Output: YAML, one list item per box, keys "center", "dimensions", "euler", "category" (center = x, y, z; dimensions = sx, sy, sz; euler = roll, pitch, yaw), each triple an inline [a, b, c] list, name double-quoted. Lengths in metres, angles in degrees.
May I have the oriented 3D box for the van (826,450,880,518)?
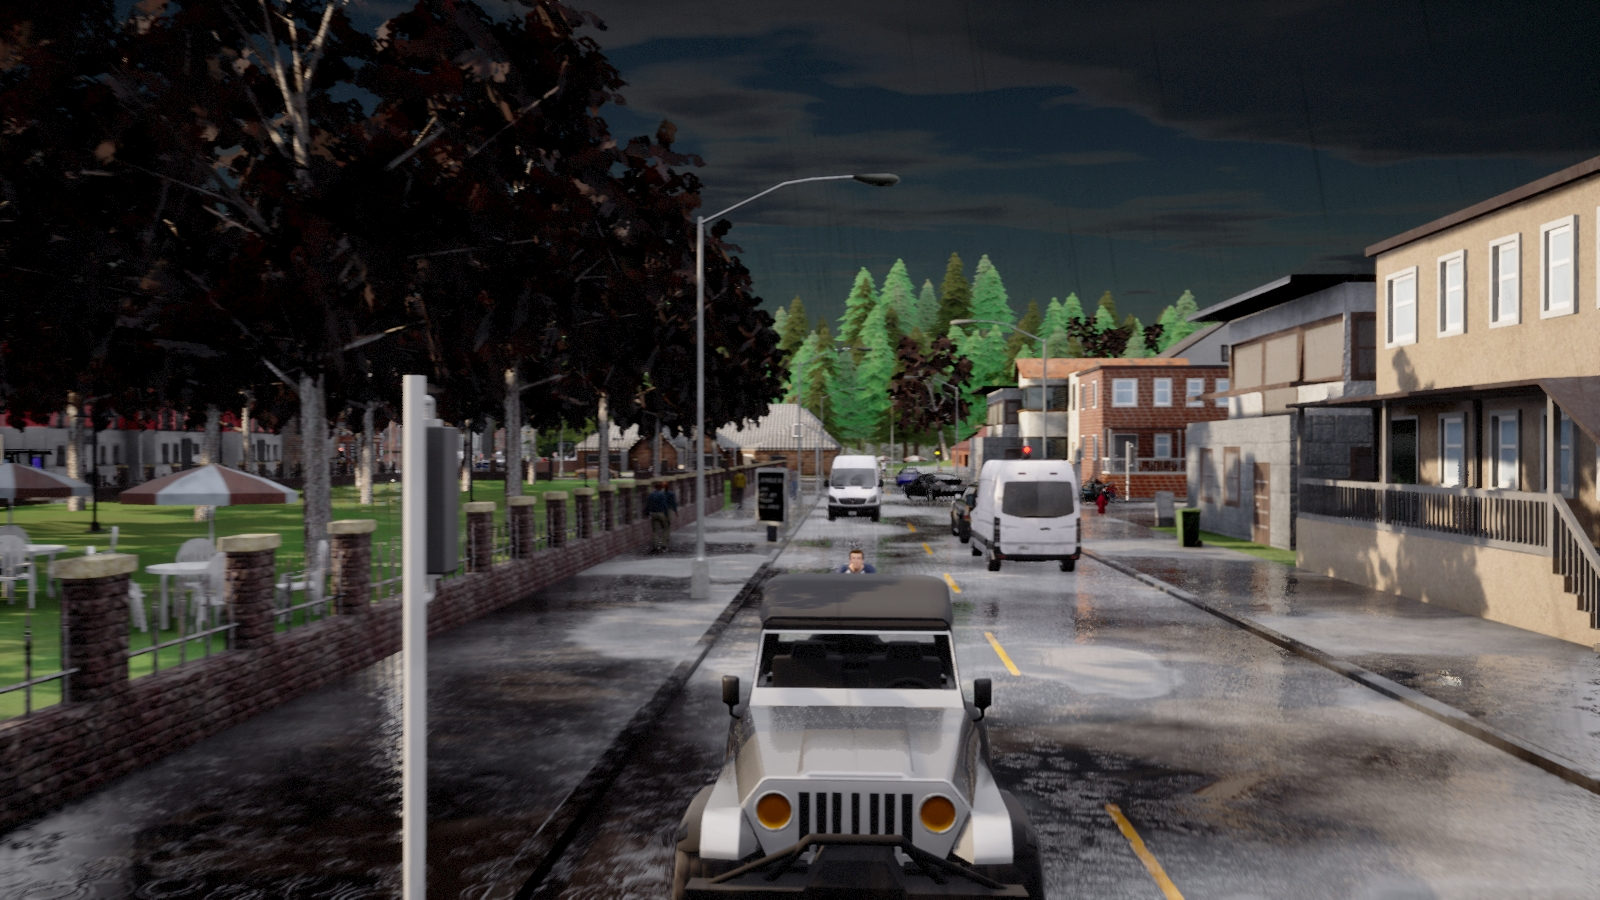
- center: [2.195, 1.283, 45.792]
  dimensions: [1.988, 2.561, 5.915]
  euler: [0, 0, 5]
  category: "van"

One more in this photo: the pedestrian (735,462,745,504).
- center: [-2.683, 1.487, 51.289]
  dimensions: [0.375, 1.860, 0.375]
  euler: [0, 0, 6]
  category: "pedestrian"

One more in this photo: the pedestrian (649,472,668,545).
- center: [-3.644, 1.502, 29.449]
  dimensions: [0.375, 1.860, 0.375]
  euler: [0, 0, 18]
  category: "pedestrian"

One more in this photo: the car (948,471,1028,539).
- center: [5.689, 1.621, 35.066]
  dimensions: [1.932, 1.855, 4.605]
  euler: [0, 0, 3]
  category: "car"

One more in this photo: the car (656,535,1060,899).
- center: [0.364, 1.632, 7.329]
  dimensions: [1.905, 1.878, 3.866]
  euler: [0, 0, 3]
  category: "car"

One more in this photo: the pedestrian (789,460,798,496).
- center: [-0.338, 1.482, 60.731]
  dimensions: [0.375, 1.860, 0.375]
  euler: [0, 0, 24]
  category: "pedestrian"

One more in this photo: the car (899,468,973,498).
- center: [7.461, 1.802, 63.278]
  dimensions: [2.163, 1.488, 4.792]
  euler: [0, 0, -20]
  category: "car"

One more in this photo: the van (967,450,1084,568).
- center: [5.372, 1.297, 28.006]
  dimensions: [1.988, 2.561, 5.915]
  euler: [0, 0, 3]
  category: "van"

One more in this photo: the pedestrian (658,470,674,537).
- center: [-3.746, 1.500, 31.962]
  dimensions: [0.375, 1.860, 0.375]
  euler: [0, 0, 3]
  category: "pedestrian"
